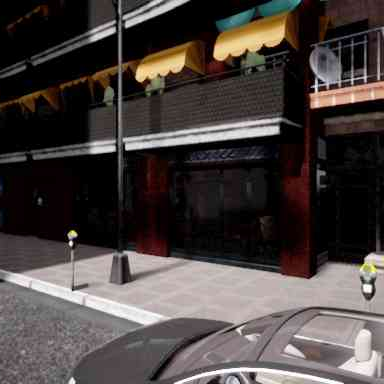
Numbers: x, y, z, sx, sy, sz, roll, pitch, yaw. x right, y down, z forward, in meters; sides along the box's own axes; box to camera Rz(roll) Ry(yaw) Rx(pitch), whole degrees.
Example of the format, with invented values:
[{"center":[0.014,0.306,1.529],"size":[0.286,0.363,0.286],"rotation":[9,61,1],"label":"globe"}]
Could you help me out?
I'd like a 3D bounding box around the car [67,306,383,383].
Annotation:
[{"center":[0.895,1.550,2.234],"size":[4.403,1.369,2.008],"rotation":[0,0,36],"label":"car"}]
